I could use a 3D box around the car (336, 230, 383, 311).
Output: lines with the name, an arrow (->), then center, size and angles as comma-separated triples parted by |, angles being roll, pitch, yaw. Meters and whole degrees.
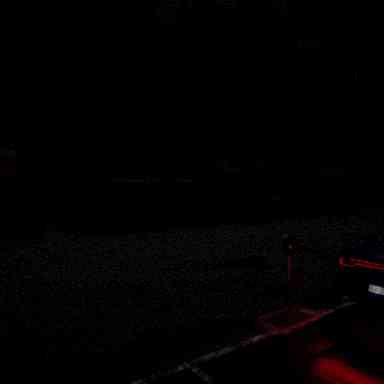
car -> 5.010, 1.407, 6.836 | 5.008, 1.535, 1.882 | -1, 0, -35
